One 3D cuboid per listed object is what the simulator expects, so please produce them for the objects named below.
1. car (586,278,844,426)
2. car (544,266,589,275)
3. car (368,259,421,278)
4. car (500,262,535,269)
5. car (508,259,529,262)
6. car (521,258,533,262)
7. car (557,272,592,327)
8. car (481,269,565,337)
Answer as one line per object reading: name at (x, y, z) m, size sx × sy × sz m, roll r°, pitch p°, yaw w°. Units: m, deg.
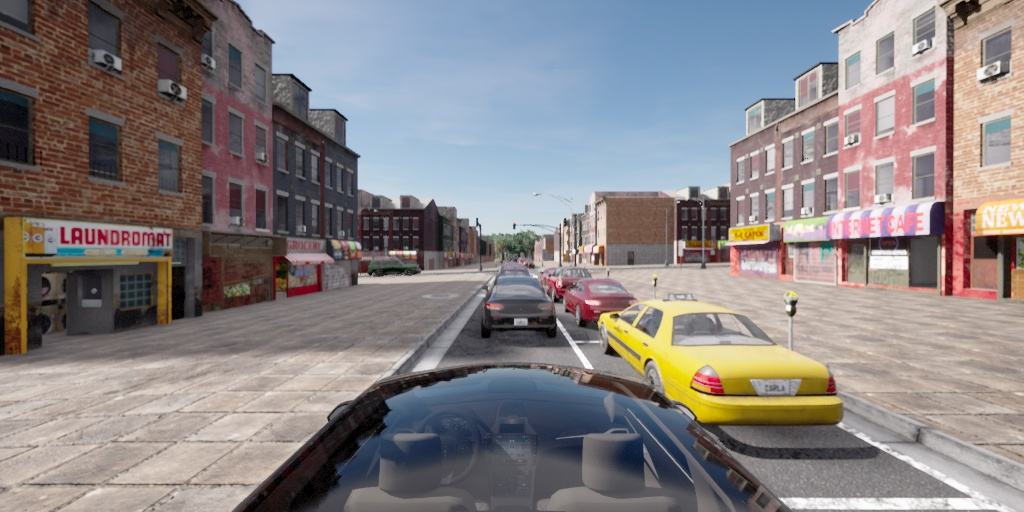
car at (2.642, 1.274, 5.896) m, size 1.751 × 1.417 × 4.829 m, roll 0°, pitch 0°, yaw 0°
car at (2.658, 1.190, 16.659) m, size 1.967 × 1.591 × 4.097 m, roll 0°, pitch 0°, yaw 0°
car at (-12.977, 1.365, 39.658) m, size 5.566 × 2.045 × 2.150 m, roll -2°, pitch 0°, yaw 0°
car at (0.111, 1.242, 17.532) m, size 2.128 × 1.511 × 4.902 m, roll 0°, pitch 0°, yaw 0°
car at (0.101, 1.238, 27.093) m, size 1.882 × 1.535 × 5.008 m, roll 0°, pitch 0°, yaw 0°
car at (2.720, 1.294, 59.466) m, size 1.967 × 1.591 × 4.097 m, roll 0°, pitch 0°, yaw 0°
car at (2.650, 1.330, 11.193) m, size 1.802 × 1.307 × 4.207 m, roll 0°, pitch 0°, yaw 0°
car at (0.119, 1.274, 10.130) m, size 1.812 × 1.442 × 4.674 m, roll 0°, pitch 0°, yaw -2°
